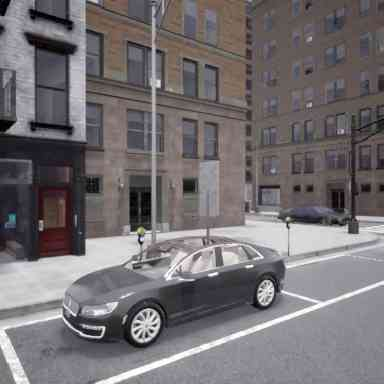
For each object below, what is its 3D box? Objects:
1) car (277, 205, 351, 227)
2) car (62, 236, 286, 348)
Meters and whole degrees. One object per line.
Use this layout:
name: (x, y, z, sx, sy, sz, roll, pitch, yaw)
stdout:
car: (8.409, 1.615, 23.066, 2.033, 1.411, 5.357, 0, 0, -34)
car: (-0.081, 1.551, 6.197, 4.403, 1.369, 2.008, 0, 0, -37)
